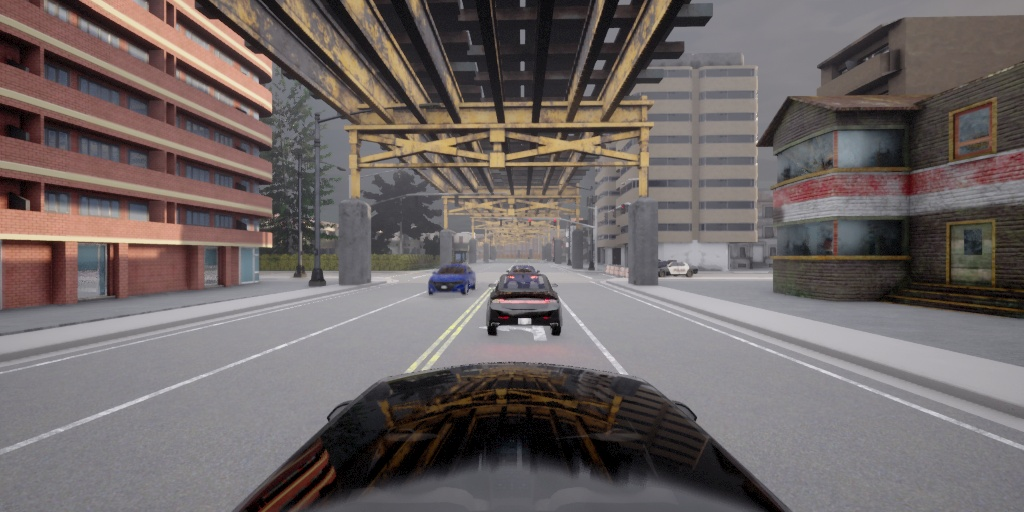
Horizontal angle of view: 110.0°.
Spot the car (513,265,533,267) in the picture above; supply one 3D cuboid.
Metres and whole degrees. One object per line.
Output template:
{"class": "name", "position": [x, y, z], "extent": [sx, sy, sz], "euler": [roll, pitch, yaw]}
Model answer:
{"class": "car", "position": [0.627, 1.240, 20.656], "extent": [1.812, 1.442, 4.674], "euler": [0, 0, 2]}

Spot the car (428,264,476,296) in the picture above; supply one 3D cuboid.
{"class": "car", "position": [-3.076, 1.198, 19.238], "extent": [1.882, 1.535, 5.008], "euler": [0, 0, 2]}

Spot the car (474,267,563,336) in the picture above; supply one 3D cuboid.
{"class": "car", "position": [0.328, 1.232, 10.388], "extent": [2.128, 1.511, 4.902], "euler": [0, 0, 1]}
